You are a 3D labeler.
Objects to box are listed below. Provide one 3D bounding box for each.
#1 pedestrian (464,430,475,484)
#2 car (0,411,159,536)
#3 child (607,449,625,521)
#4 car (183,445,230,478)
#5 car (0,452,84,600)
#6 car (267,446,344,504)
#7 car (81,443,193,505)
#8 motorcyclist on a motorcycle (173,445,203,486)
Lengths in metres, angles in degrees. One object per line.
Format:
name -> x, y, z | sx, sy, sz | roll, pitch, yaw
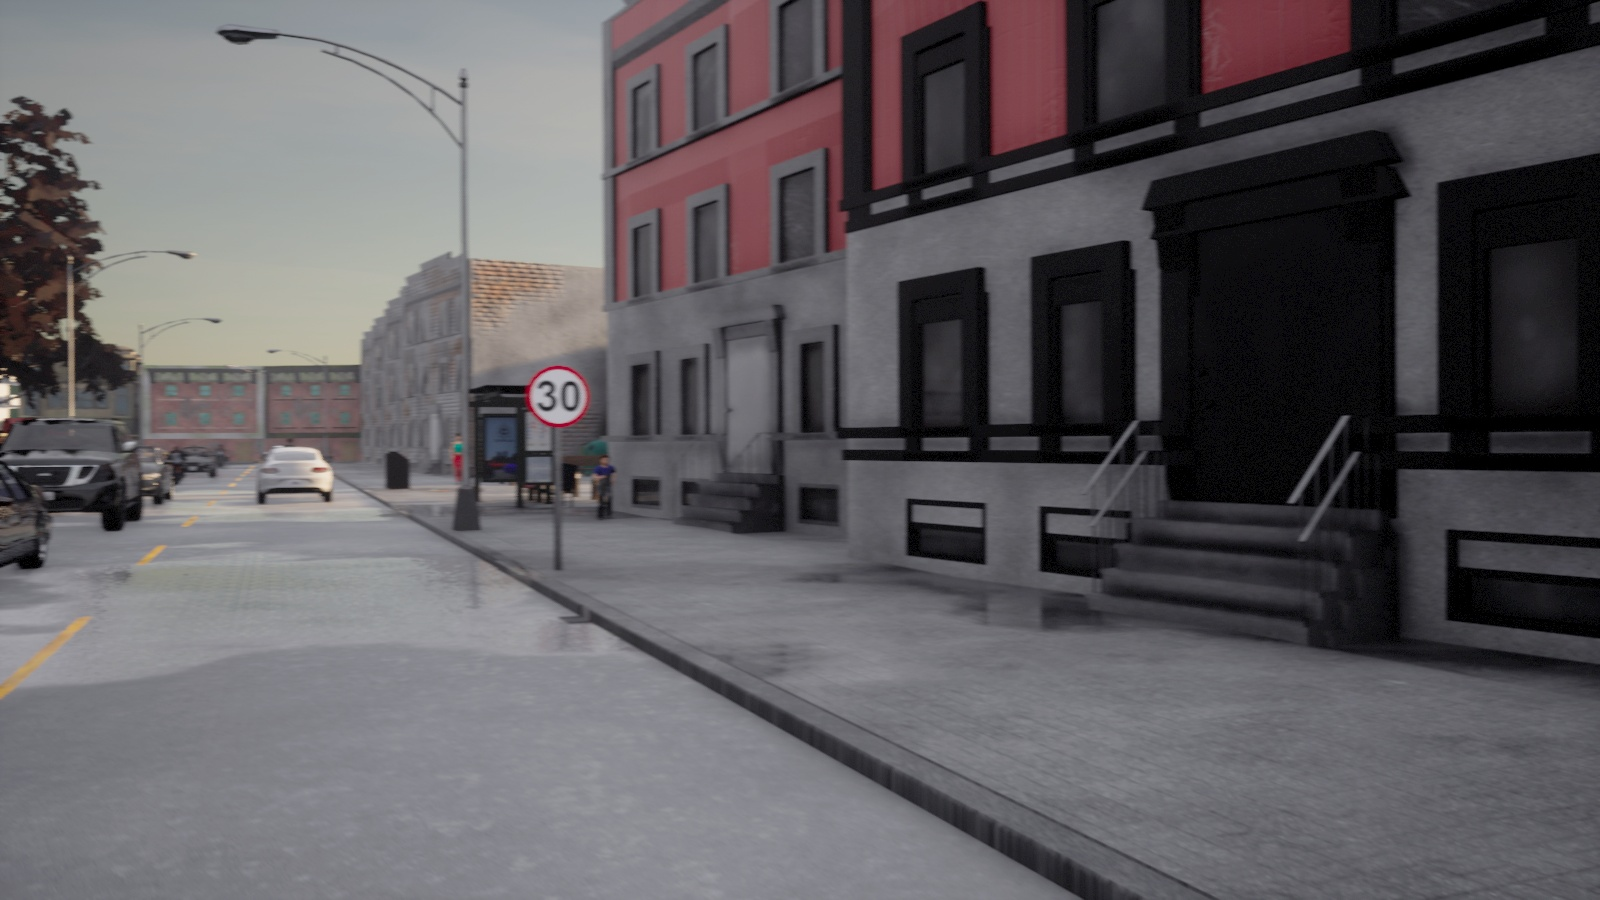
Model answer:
pedestrian -> -11.441, 0.242, 43.454 | 0.345, 1.836, 0.594 | 0, 0, -13
car -> -13.417, 0.375, 23.421 | 2.150, 2.045, 5.566 | 0, 0, -22
child -> -3.291, 0.616, 22.423 | 0.270, 1.263, 0.437 | 0, 0, -13
car -> -28.188, 0.508, 59.720 | 1.816, 1.474, 4.193 | 0, 0, -22
car -> -9.527, 0.746, 13.890 | 2.033, 1.411, 5.357 | 0, 0, -22
car -> -13.428, 0.619, 34.080 | 1.812, 1.442, 4.674 | 0, 0, -22
car -> -17.346, 0.569, 33.094 | 2.128, 1.511, 4.902 | 0, 0, -22
motorcyclist on a motorcycle -> -23.548, 0.580, 48.346 | 0.866, 1.530, 2.191 | 0, 0, -22
